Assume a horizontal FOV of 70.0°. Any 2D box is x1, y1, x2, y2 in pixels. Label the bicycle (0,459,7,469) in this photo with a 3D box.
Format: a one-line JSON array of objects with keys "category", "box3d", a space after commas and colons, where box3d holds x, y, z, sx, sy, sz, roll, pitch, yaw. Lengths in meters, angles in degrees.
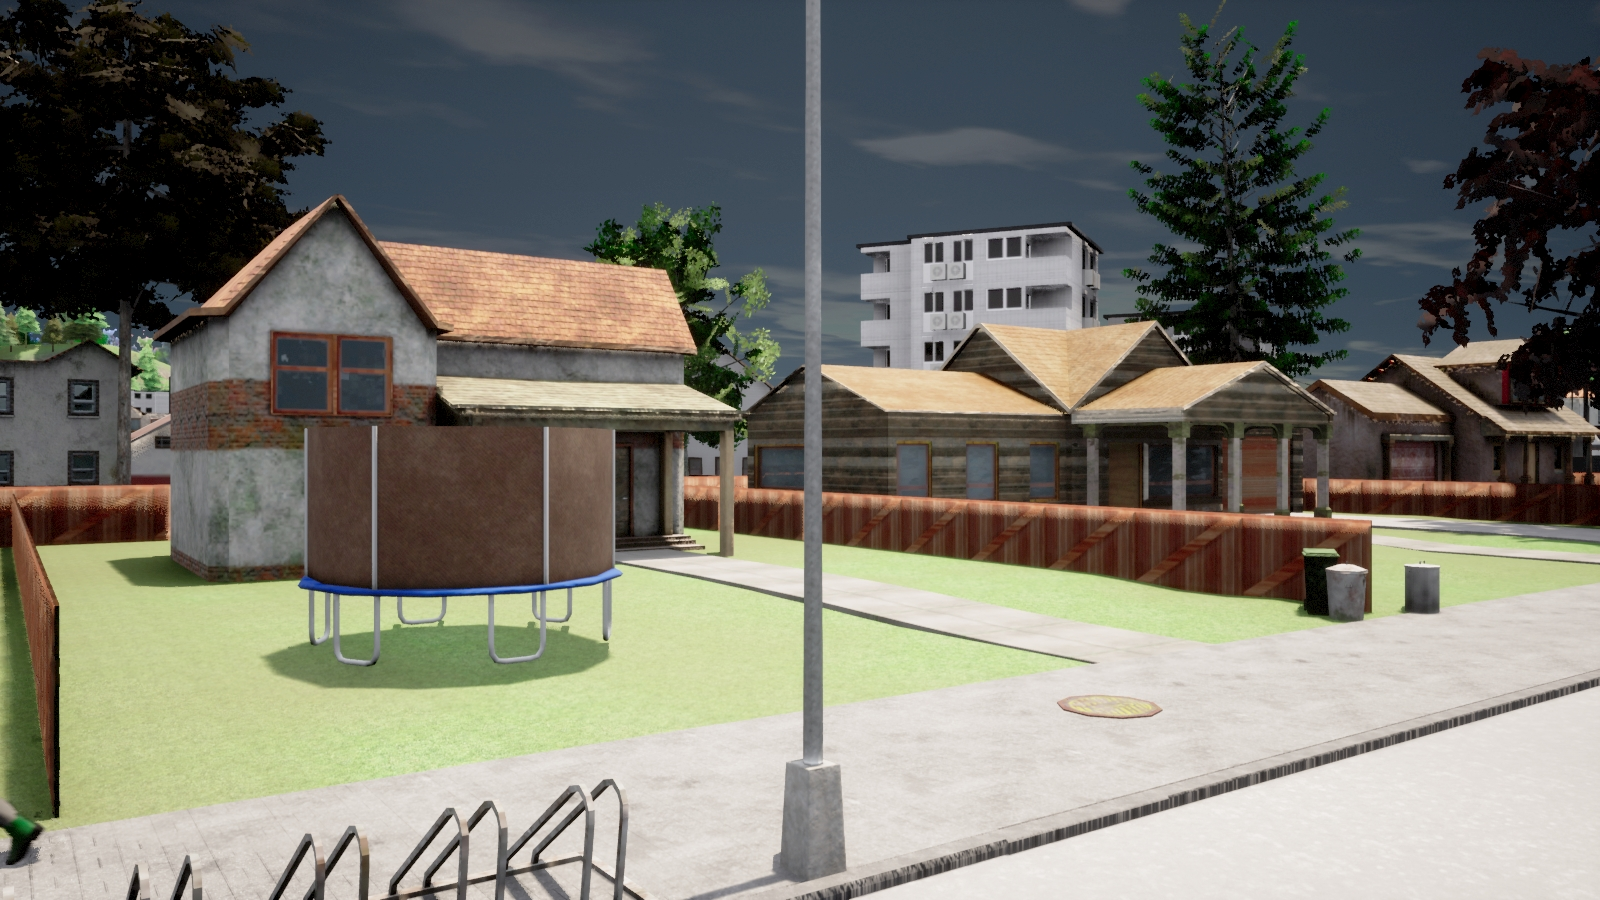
[{"category": "bicycle", "box3d": [-116.907, 2.060, 166.804, 1.835, 1.471, 0.329, 0, 0, -35]}]
